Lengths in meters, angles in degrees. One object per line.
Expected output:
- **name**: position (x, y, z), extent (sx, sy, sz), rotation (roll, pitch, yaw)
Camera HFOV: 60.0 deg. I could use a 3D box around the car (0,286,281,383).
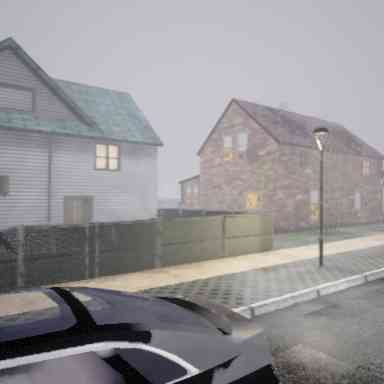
- **car**: position (-1.582, 1.493, 1.903), extent (4.902, 1.511, 2.128), rotation (0, 0, -35)
